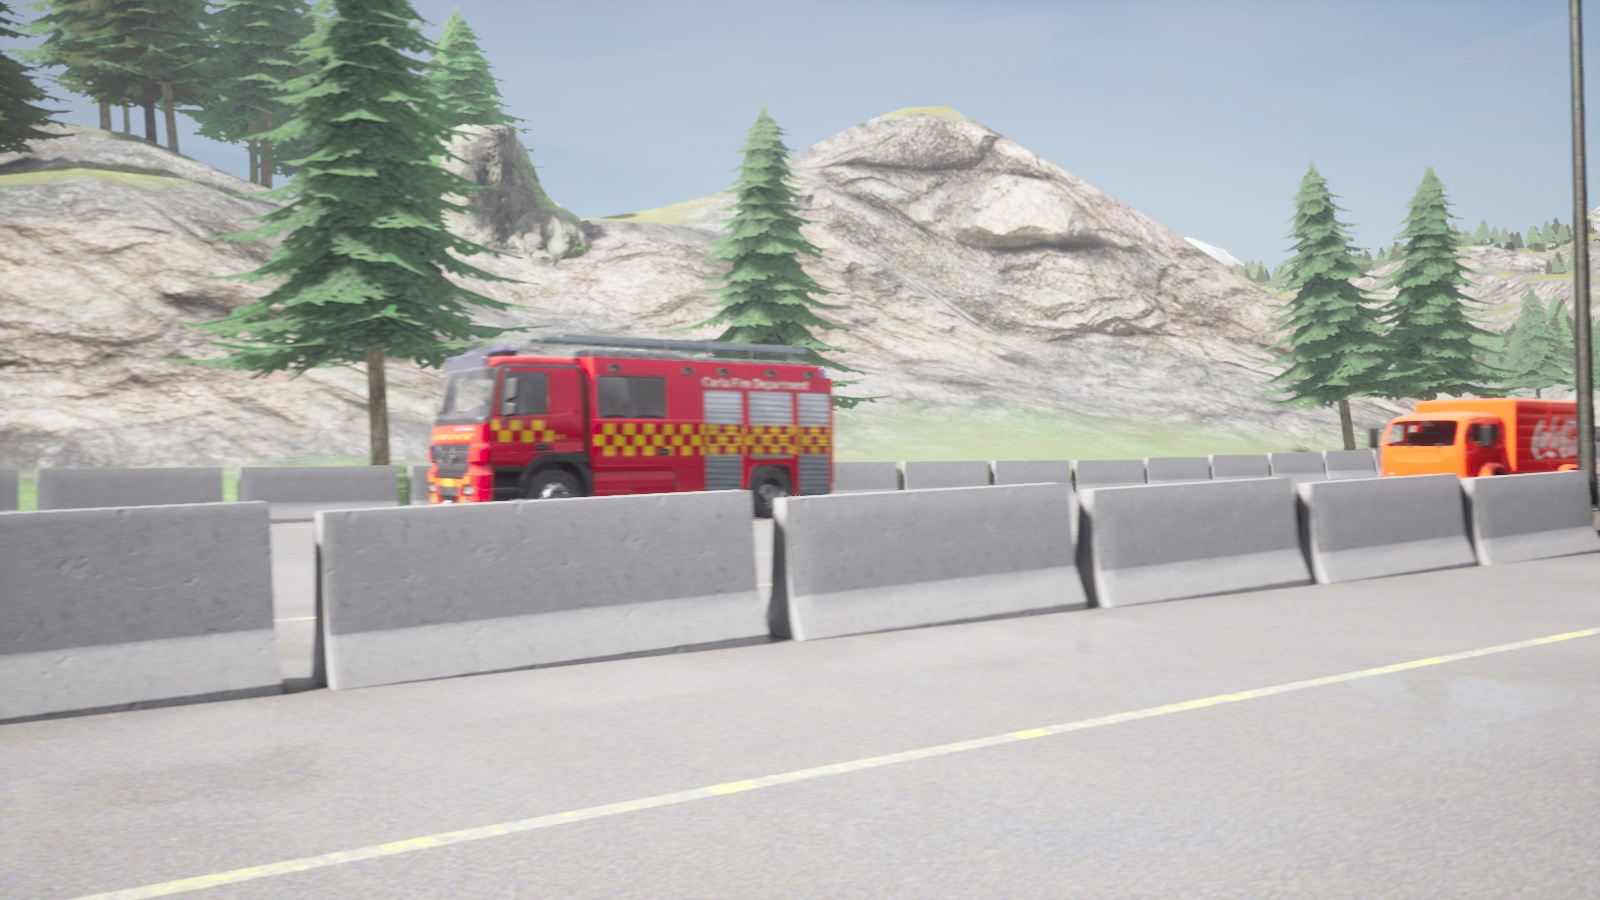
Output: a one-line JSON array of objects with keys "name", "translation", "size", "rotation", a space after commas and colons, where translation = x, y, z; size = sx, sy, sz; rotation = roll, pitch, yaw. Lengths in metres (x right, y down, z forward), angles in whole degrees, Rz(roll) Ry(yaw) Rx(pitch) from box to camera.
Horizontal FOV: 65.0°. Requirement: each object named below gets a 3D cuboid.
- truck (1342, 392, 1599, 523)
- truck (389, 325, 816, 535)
[{"name": "truck", "translation": [14.050, 0.118, 26.234], "size": [5.204, 2.467, 2.627], "rotation": [-1, 0, -35]}, {"name": "truck", "translation": [-3.952, -0.386, 26.499], "size": [8.468, 3.827, 2.891], "rotation": [0, 0, -35]}]
